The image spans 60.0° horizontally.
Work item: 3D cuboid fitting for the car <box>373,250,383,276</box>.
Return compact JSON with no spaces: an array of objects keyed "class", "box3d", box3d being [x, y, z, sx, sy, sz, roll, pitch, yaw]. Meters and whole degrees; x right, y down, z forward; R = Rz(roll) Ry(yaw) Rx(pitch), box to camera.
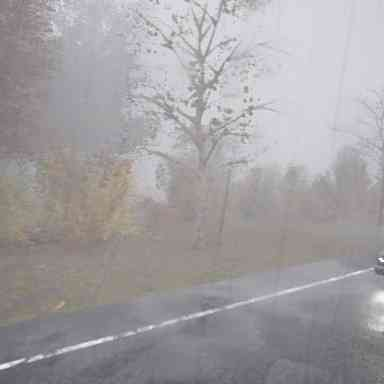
[{"class":"car","box3d":[7.119,1.574,9.081,5.357,1.411,2.033,0,0,-36]}]
